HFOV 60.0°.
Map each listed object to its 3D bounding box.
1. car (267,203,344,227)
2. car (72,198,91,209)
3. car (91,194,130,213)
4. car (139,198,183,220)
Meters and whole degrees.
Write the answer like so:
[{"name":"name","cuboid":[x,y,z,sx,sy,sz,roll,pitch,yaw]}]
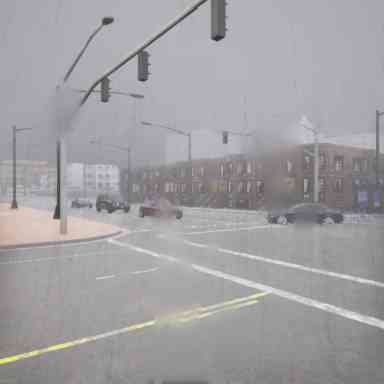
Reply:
[{"name":"car","cuboid":[7.532,1.506,22.287,4.892,1.490,1.837,0,3,11]},{"name":"car","cuboid":[-15.114,1.526,45.582,1.812,1.442,4.674,0,0,-36]},{"name":"car","cuboid":[-8.870,1.221,36.858,2.150,2.045,5.566,0,0,-36]},{"name":"car","cuboid":[-2.699,1.352,28.273,2.097,1.767,4.553,0,0,-35]}]
